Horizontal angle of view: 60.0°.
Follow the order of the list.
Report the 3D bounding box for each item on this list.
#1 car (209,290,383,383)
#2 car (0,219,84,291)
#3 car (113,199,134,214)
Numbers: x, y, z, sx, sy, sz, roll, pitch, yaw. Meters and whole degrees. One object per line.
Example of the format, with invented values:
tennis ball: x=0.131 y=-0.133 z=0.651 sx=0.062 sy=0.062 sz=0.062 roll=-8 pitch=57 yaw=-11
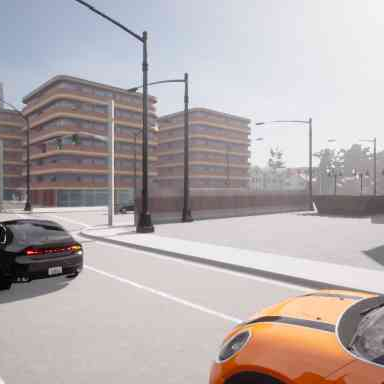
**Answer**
car: x=2.303 y=1.352 z=2.314 sx=4.553 sy=1.767 sz=2.097 roll=0 pitch=0 yaw=40
car: x=-4.708 y=1.506 z=9.186 sx=1.837 sy=1.490 sz=4.892 roll=0 pitch=0 yaw=-43
car: x=-6.306 y=1.493 z=34.997 sx=4.902 sy=1.511 sz=2.128 roll=0 pitch=0 yaw=-44
